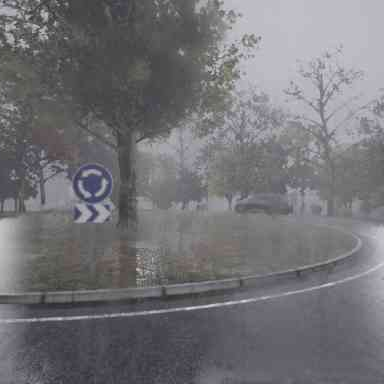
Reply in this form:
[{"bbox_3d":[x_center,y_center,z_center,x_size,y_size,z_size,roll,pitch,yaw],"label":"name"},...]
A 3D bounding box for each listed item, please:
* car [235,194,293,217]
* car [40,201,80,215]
[{"bbox_3d":[6.702,1.221,31.265,5.566,2.045,2.150,0,-1,44],"label":"car"},{"bbox_3d":[-12.569,1.600,33.248,4.718,1.301,1.895,0,0,-29],"label":"car"}]
